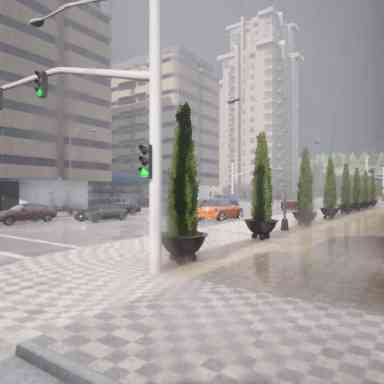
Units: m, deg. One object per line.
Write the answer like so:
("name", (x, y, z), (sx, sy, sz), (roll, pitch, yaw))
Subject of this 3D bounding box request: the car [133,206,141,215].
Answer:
("car", (-7.167, 1.649, 32.060), (1.895, 1.301, 4.718), (0, 0, 35))

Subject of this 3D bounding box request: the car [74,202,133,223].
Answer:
("car", (-7.047, 1.613, 26.072), (1.994, 1.385, 4.181), (0, 0, 35))

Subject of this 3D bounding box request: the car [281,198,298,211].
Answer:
("car", (12.926, 1.529, 42.373), (1.882, 1.535, 5.008), (0, 0, 34))

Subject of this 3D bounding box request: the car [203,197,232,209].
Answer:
("car", (3.720, 1.553, 47.781), (1.837, 1.490, 4.892), (0, 0, 35))

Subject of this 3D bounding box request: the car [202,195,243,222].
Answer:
("car", (2.351, 1.403, 27.013), (2.097, 1.767, 4.553), (0, 0, 35))

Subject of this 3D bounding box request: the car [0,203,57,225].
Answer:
("car", (-12.318, 1.574, 24.559), (1.812, 1.442, 4.674), (0, 0, 35))
